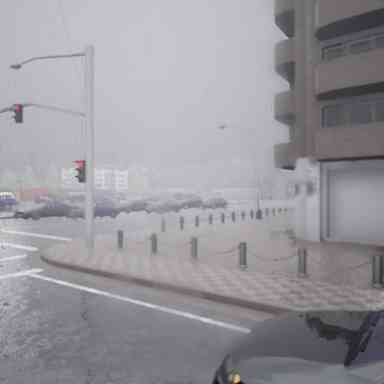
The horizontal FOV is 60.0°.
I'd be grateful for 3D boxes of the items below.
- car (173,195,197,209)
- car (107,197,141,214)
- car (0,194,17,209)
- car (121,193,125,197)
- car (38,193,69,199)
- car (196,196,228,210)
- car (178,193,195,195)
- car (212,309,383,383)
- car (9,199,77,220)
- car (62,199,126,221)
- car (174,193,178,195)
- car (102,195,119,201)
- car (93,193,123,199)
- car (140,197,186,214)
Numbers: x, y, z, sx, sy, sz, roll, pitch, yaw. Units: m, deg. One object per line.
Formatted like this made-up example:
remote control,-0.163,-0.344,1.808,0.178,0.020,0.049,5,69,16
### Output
car,-0.542,1.524,45.302,1.882,1.535,5.008,0,0,36
car,-6.486,1.596,36.958,2.033,1.411,5.357,0,0,35
car,-28.337,1.445,50.110,1.970,1.475,3.806,0,0,36
car,-18.464,1.197,83.052,1.905,1.878,3.866,0,0,36
car,-28.647,1.199,68.794,1.932,1.855,4.605,0,0,36
car,3.014,1.551,44.257,1.837,1.490,4.892,0,0,36
car,-0.165,1.194,69.929,1.932,1.855,4.605,0,0,36
car,2.192,1.561,2.399,4.181,1.385,1.994,0,0,36
car,-12.320,1.599,28.747,2.033,1.411,5.357,0,0,35
car,-8.255,1.576,28.390,1.812,1.442,4.674,0,0,35
car,-2.487,1.197,71.658,1.905,1.878,3.866,0,0,36
car,-20.812,1.436,84.746,1.970,1.475,3.806,0,0,36
car,-14.855,1.441,59.031,1.970,1.475,3.806,0,0,36
car,-3.013,1.574,35.784,1.812,1.442,4.674,0,0,36
